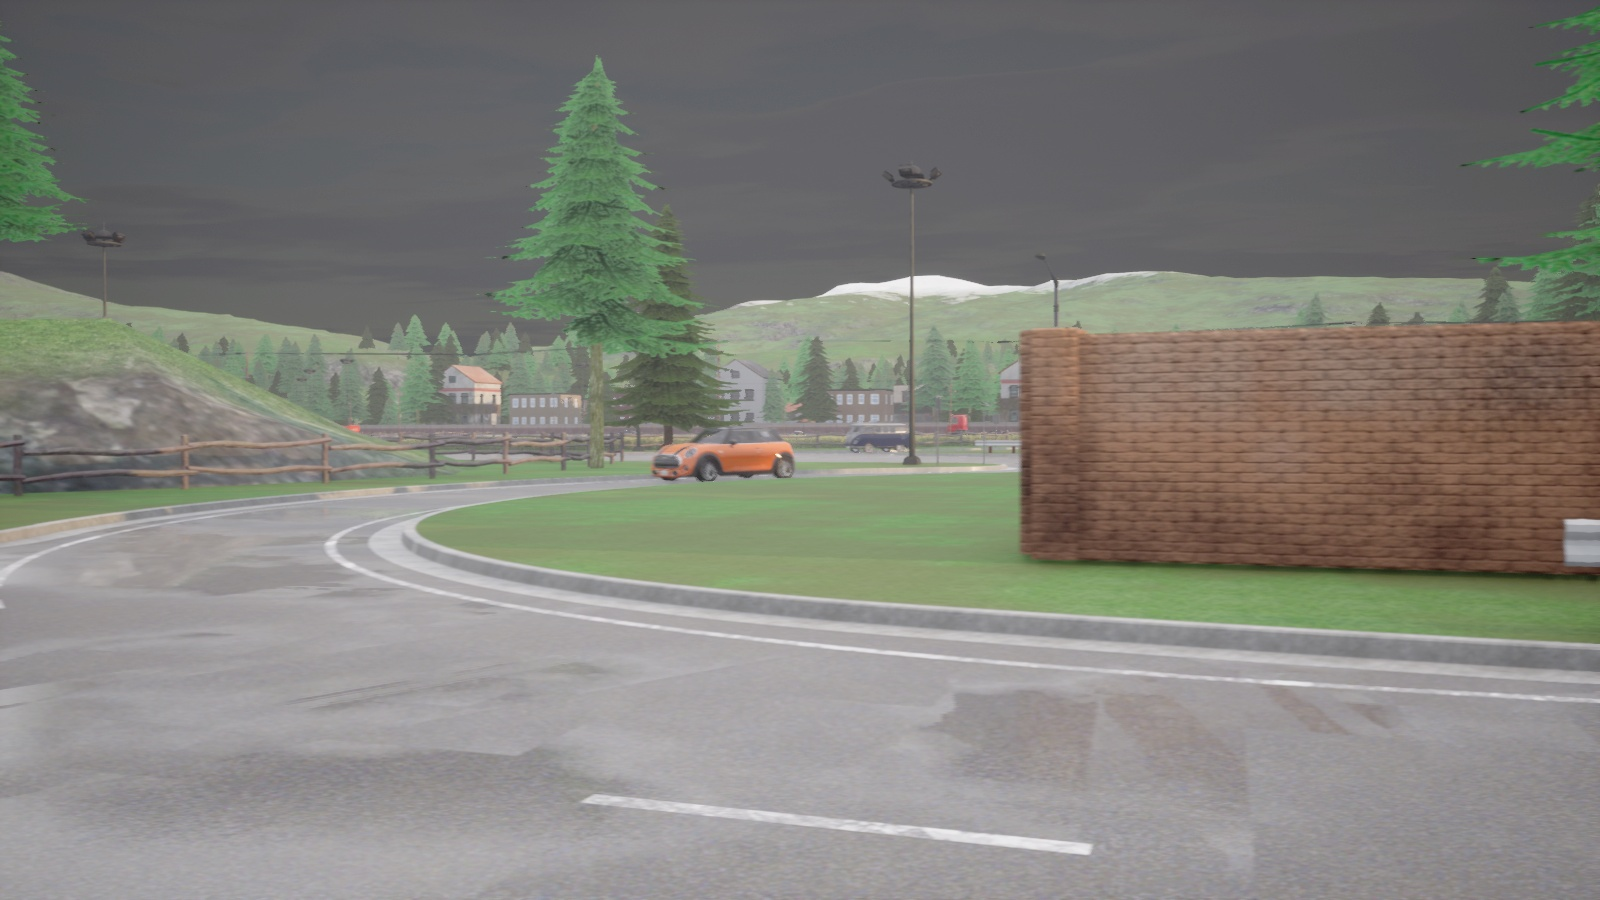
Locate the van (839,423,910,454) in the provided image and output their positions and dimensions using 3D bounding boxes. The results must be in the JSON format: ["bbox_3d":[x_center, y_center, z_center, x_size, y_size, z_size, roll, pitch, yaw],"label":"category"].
[{"bbox_3d":[4.899,-0.749,82.554,4.442,1.987,1.775,0,1,-33],"label":"van"}]

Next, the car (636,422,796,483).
[{"bbox_3d":[-2.520,0.043,38.411,4.553,1.767,2.097,-1,1,-43],"label":"car"}]
